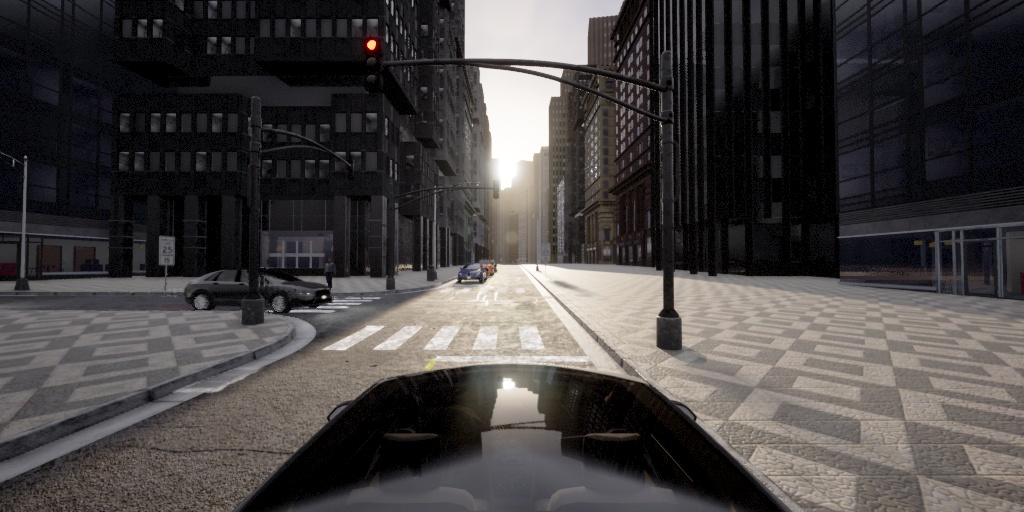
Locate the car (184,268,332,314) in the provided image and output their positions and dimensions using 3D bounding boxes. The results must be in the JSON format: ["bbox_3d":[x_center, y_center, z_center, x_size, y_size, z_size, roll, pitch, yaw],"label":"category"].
[{"bbox_3d":[-9.031,1.199,12.902,4.892,1.490,1.837,0,-2,6],"label":"car"}]

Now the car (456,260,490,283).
[{"bbox_3d":[-3.045,1.289,28.247,1.812,1.442,4.674,0,0,2],"label":"car"}]

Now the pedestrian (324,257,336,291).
[{"bbox_3d":[-9.969,0.974,19.605,0.375,1.860,0.375,0,-1,0],"label":"pedestrian"}]

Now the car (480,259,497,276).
[{"bbox_3d":[-3.020,1.137,38.252,2.097,1.767,4.553,0,0,0],"label":"car"}]
